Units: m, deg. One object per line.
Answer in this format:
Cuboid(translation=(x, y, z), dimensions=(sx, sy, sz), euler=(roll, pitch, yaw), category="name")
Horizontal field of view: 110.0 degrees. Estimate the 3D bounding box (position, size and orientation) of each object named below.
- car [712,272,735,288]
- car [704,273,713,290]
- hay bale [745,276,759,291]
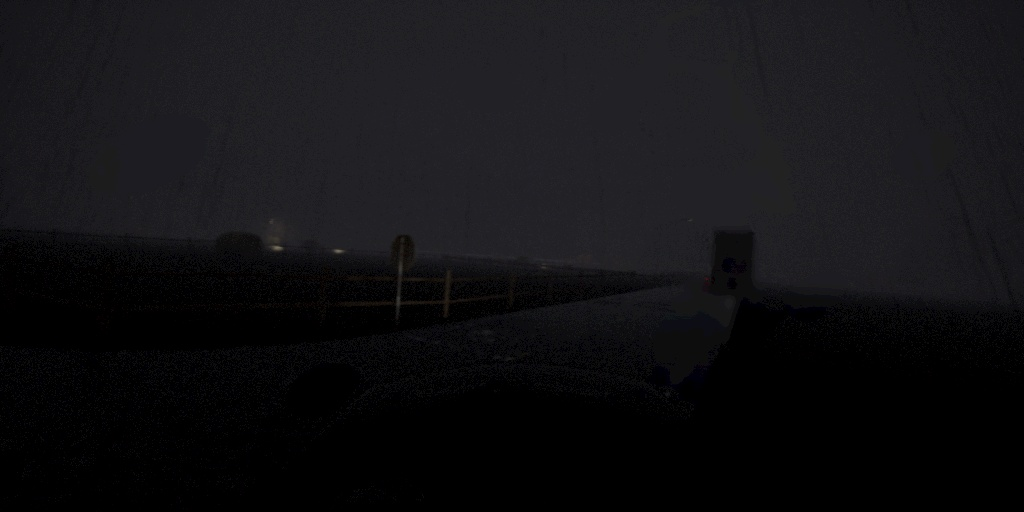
Cuboid(translation=(26.188, 2.915, 44.362), dimensions=(2.097, 1.767, 4.553), euler=(4, 0, 33), category="car")
Cuboid(translation=(20.535, 2.529, 35.651), dimensions=(2.097, 1.767, 4.553), euler=(4, 0, 34), category="car")
Cuboid(translation=(30.889, 3.534, 45.945), dimensions=(1.220, 1.180, 1.240), euler=(0, 0, 33), category="hay bale")
